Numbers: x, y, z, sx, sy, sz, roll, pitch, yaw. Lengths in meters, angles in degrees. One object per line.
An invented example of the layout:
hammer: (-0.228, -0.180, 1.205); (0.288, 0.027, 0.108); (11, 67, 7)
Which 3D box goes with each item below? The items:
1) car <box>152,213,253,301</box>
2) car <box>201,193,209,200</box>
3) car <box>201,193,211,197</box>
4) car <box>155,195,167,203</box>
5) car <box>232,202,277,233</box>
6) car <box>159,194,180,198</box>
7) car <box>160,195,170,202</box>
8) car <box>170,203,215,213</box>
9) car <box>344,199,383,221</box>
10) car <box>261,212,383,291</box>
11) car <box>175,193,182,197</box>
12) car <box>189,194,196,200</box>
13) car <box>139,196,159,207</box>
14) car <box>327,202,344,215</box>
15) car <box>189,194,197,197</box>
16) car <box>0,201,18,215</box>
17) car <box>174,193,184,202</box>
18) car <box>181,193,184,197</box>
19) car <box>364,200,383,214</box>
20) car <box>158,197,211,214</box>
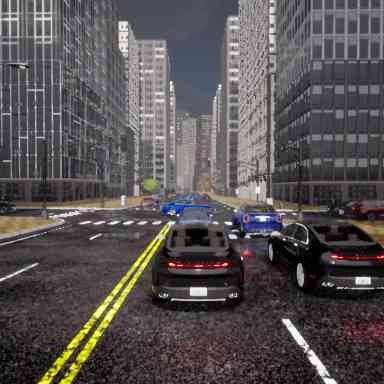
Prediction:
car: (0.120, 1.501, 8.261); (1.837, 1.490, 4.892); (0, 0, 0)
car: (3.487, 1.097, 89.739); (2.097, 1.767, 4.553); (0, 0, 0)
car: (3.460, 1.396, 79.350); (1.882, 1.535, 5.008); (0, 0, 0)
car: (-6.340, 1.420, 67.672); (1.882, 1.535, 5.008); (0, 0, 0)
car: (3.396, 1.342, 18.051); (2.097, 1.767, 4.553); (0, 0, 0)
car: (-3.213, 1.471, 48.292); (1.837, 1.490, 4.892); (0, 0, 0)
car: (-6.295, 1.453, 77.944); (1.812, 1.442, 4.674); (0, 0, 0)
car: (0.147, 1.538, 17.816); (2.033, 1.411, 5.357); (0, 0, 0)
car: (16.276, 1.519, 28.529); (5.009, 1.841, 2.192); (1, 0, 1)
car: (3.374, 1.500, 8.968); (1.837, 1.490, 4.892); (0, 0, 0)
car: (-3.182, 1.460, 57.631); (1.837, 1.490, 4.892); (0, 0, 0)
car: (0.237, 1.220, 89.779); (1.882, 1.535, 5.008); (0, 0, 0)
car: (-6.459, 1.491, 49.065); (1.812, 1.442, 4.674); (0, 0, 2)
car: (16.517, 1.617, 34.309); (4.892, 1.490, 1.837); (1, 1, 1)
car: (0.210, 1.396, 79.361); (1.882, 1.535, 5.008); (0, 0, 0)
car: (-19.168, 1.371, 31.798); (4.674, 1.442, 1.812); (1, 1, 1)
car: (-3.045, 1.154, 77.904); (2.150, 2.045, 5.566); (0, 0, 0)
car: (-3.096, 1.469, 67.452); (1.812, 1.442, 4.674); (0, 0, 1)
car: (21.906, 1.643, 36.800); (4.829, 1.417, 1.752); (1, 0, 1)
car: (-0.359, 1.493, 31.421); (5.008, 1.535, 1.882); (1, 1, 1)
